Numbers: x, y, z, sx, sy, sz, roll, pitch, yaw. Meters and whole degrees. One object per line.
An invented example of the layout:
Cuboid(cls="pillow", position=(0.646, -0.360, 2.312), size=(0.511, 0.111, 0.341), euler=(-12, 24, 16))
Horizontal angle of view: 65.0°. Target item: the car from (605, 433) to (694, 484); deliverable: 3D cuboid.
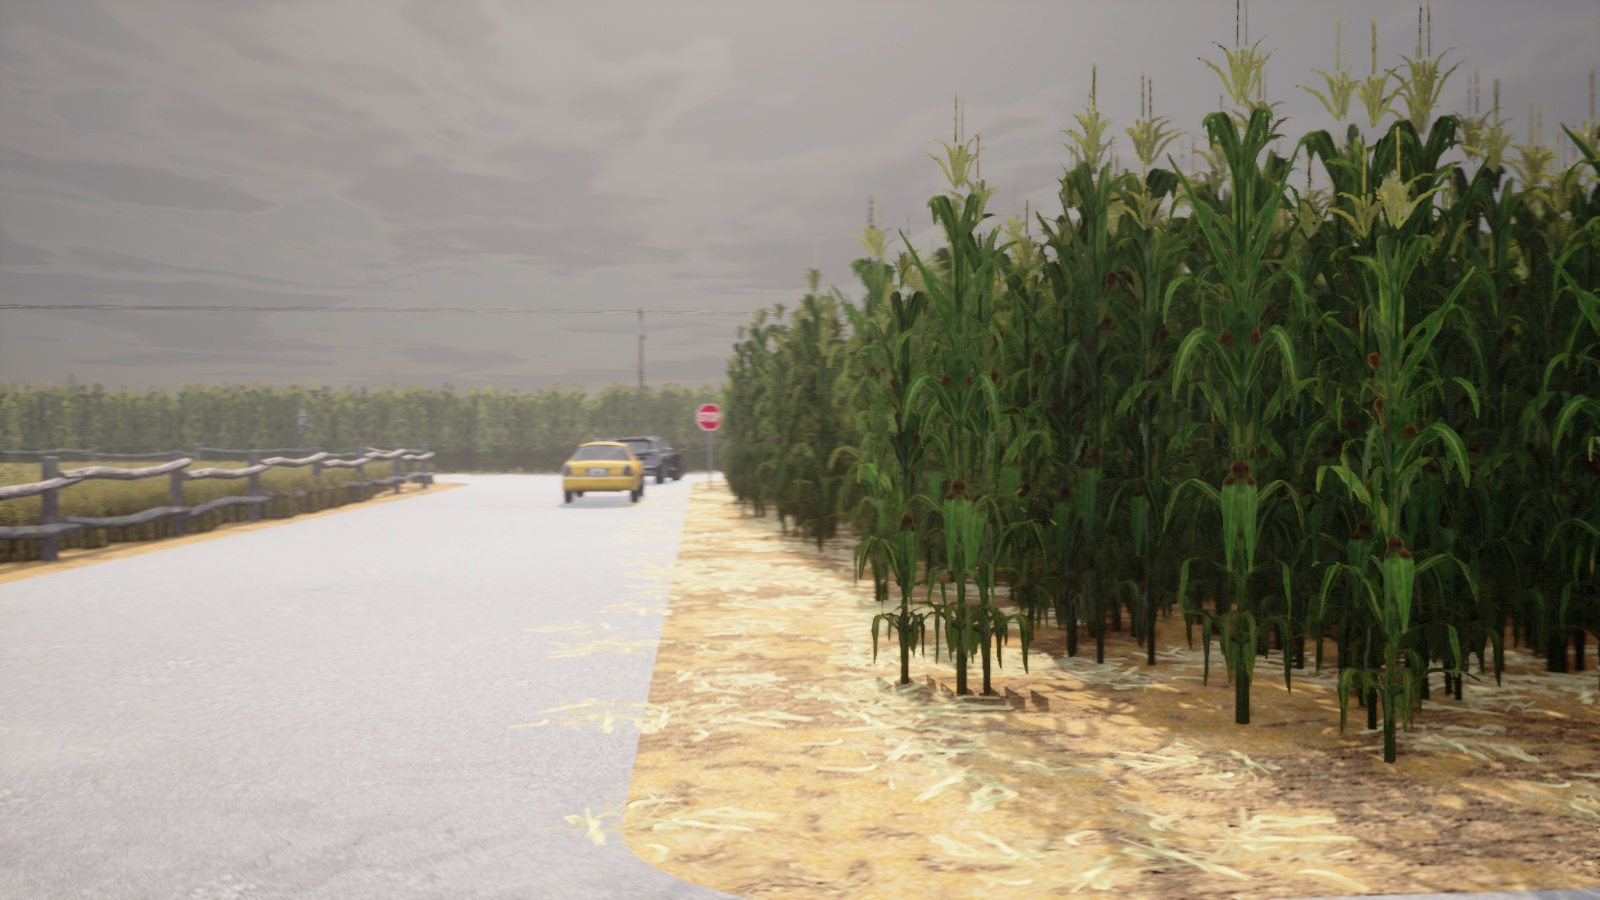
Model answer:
Cuboid(cls="car", position=(-5.126, 0.253, 43.427), size=(2.033, 1.649, 4.856), euler=(0, 1, 6))

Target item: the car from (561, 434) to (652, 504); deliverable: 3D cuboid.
Cuboid(cls="car", position=(-4.692, 0.400, 31.114), size=(1.801, 1.575, 5.366), euler=(0, 1, -4))
